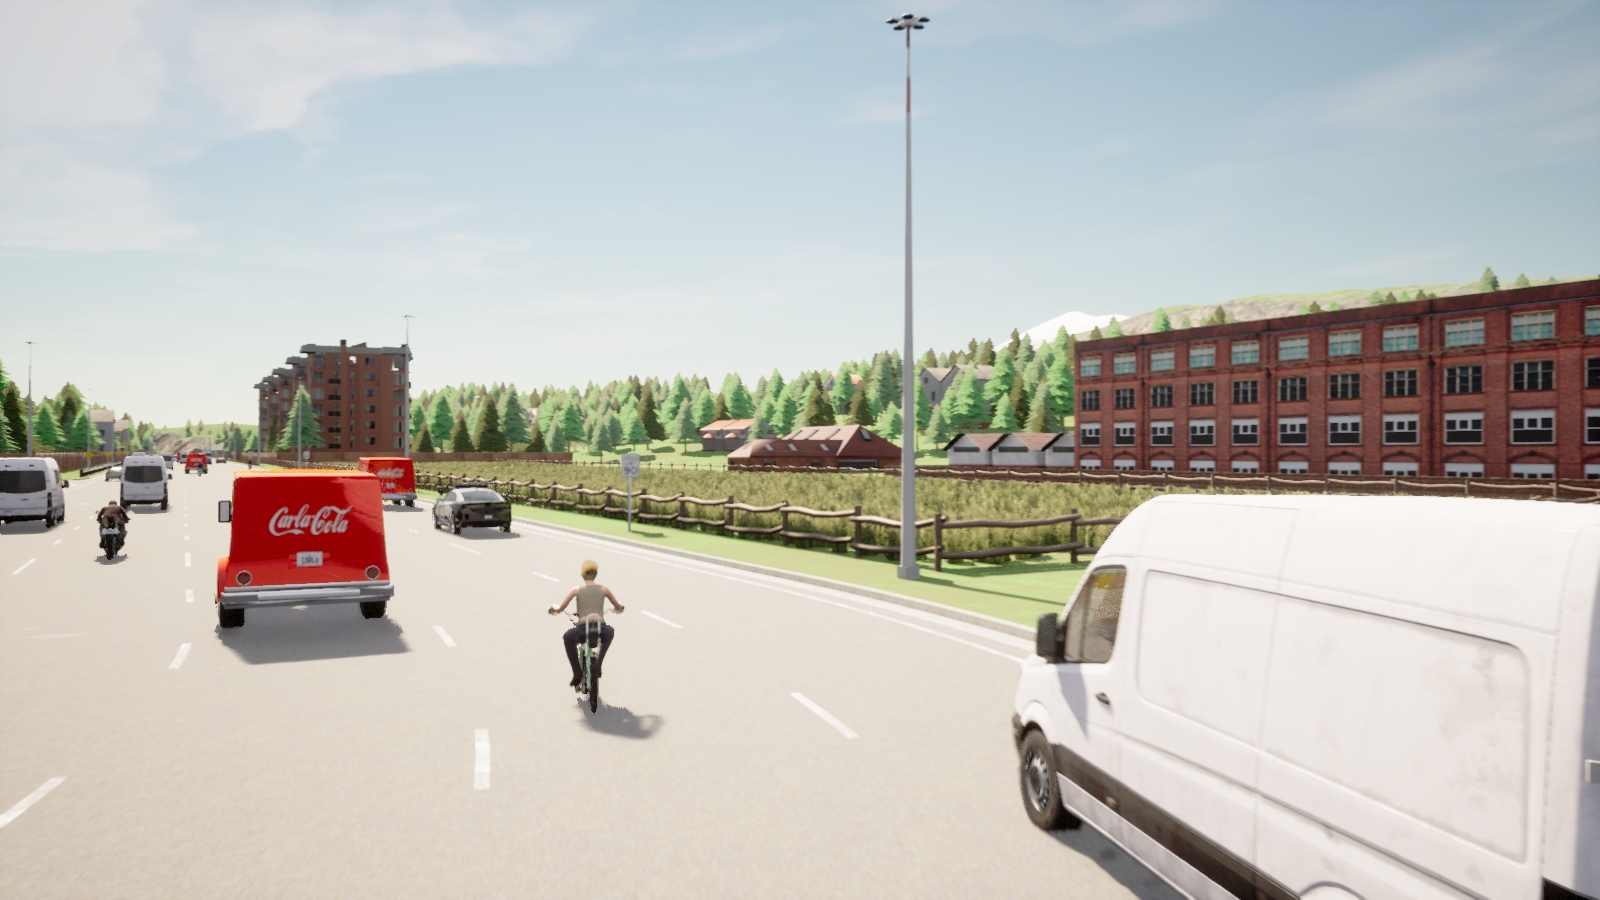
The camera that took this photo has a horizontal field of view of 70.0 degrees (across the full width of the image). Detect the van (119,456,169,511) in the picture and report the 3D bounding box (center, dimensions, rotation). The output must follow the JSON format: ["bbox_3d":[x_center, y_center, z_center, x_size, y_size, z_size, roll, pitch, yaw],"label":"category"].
[{"bbox_3d":[-32.373,1.580,56.500,1.988,2.561,5.915,0,0,-28],"label":"van"}]

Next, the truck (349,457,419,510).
[{"bbox_3d":[-21.024,1.614,57.597,2.627,2.467,5.204,0,0,-28],"label":"truck"}]

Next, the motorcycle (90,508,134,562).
[{"bbox_3d":[-18.284,2.230,30.398,0.867,1.251,2.209,0,0,-28],"label":"motorcycle"}]

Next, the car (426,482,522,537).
[{"bbox_3d":[-11.431,2.012,39.772,2.097,1.638,5.238,0,0,-29],"label":"car"}]

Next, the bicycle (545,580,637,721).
[{"bbox_3d":[-2.338,2.168,12.655,0.859,1.276,1.487,0,0,-16],"label":"bicycle"}]

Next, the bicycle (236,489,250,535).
[{"bbox_3d":[-18.903,2.087,38.777,0.373,1.496,1.643,0,0,-28],"label":"bicycle"}]

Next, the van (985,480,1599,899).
[{"bbox_3d":[3.018,1.539,6.750,1.988,2.561,5.915,1,0,-9],"label":"van"}]

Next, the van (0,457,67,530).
[{"bbox_3d":[-29.364,1.571,43.545,1.988,2.561,5.915,0,0,-28],"label":"van"}]

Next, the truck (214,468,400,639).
[{"bbox_3d":[-8.713,1.581,19.869,2.627,2.467,5.204,0,0,-27],"label":"truck"}]
